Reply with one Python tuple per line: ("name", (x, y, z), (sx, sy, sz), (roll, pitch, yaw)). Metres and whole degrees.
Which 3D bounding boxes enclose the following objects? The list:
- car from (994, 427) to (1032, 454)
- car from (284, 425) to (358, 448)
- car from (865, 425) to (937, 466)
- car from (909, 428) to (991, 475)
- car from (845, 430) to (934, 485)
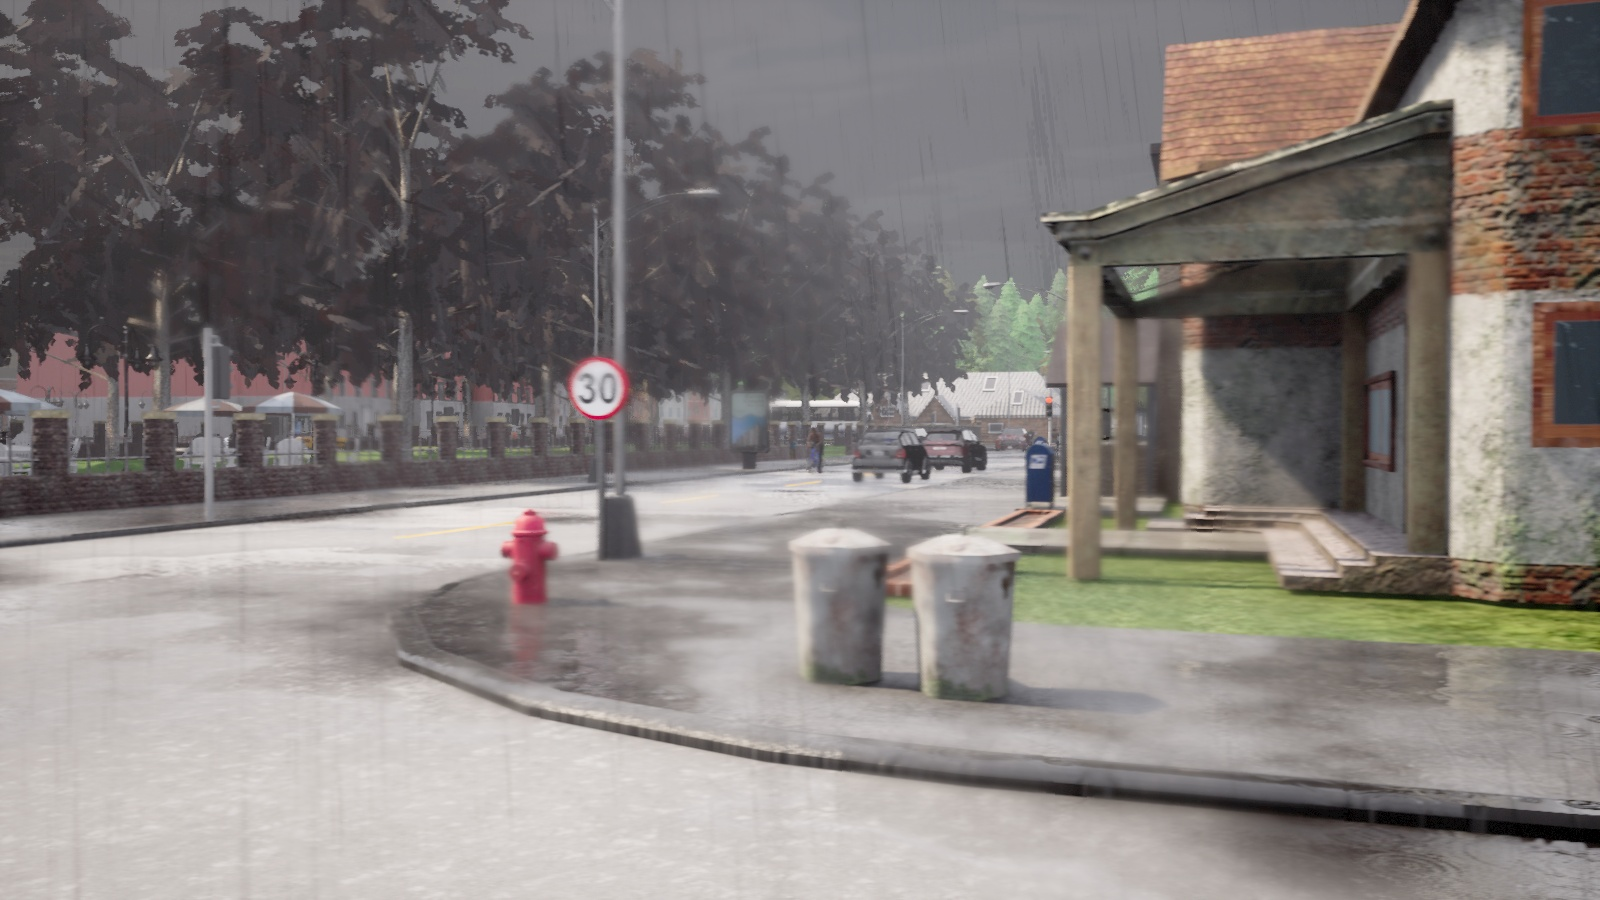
("car", (14.763, -0.684, 87.027), (2.097, 1.767, 4.553), (1, 1, 16))
("car", (-32.985, -0.937, 86.631), (1.801, 1.575, 5.366), (1, 1, 18))
("car", (4.524, -0.229, 55.798), (2.097, 1.767, 4.553), (1, 1, 19))
("car", (5.577, 0.013, 46.210), (2.033, 1.649, 4.856), (1, 1, 19))
("car", (2.740, 0.187, 37.609), (1.789, 1.549, 3.705), (1, 1, 18))
